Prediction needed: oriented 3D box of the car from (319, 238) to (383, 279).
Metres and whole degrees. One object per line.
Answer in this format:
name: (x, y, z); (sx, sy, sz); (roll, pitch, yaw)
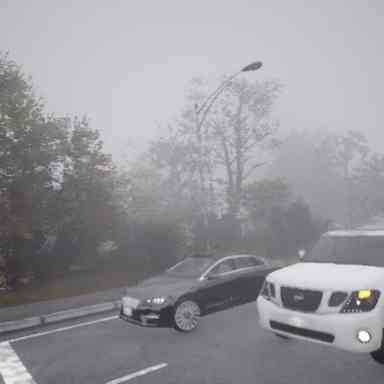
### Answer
car: (7.621, 2.774, 14.543); (4.181, 1.385, 1.994); (3, -9, -39)

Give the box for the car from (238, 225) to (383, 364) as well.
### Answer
car: (3.784, 1.745, 6.952); (5.566, 2.045, 2.150); (2, -8, -38)

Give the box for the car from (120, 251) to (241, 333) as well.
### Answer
car: (0.514, 2.387, 8.779); (4.902, 1.511, 2.128); (2, -8, -38)
